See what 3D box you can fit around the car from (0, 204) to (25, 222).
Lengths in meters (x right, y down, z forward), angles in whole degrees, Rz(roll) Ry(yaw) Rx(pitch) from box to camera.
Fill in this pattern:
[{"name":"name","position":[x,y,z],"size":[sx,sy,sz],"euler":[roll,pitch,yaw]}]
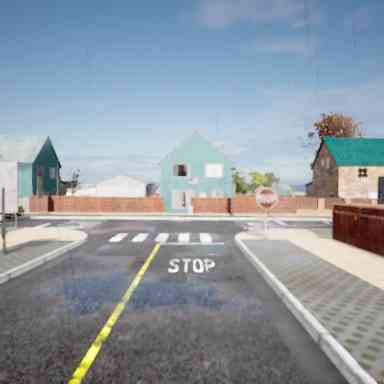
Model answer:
[{"name":"car","position":[-14.257,1.262,23.079],"size":[4.892,1.490,1.837],"euler":[0,1,-1]}]
